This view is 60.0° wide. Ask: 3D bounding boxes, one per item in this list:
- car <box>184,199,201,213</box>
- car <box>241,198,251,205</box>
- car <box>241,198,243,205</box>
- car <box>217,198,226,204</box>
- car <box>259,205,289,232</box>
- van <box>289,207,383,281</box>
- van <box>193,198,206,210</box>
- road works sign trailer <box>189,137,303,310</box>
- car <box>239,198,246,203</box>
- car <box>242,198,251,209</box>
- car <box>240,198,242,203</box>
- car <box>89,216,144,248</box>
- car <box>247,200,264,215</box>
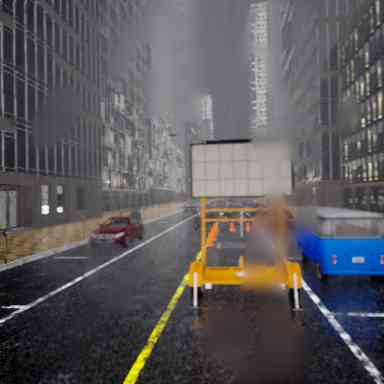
[{"bbox_3d":[-0.090,2.086,44.552,2.008,1.369,4.403,-1,-1,7],"label":"car"},{"bbox_3d":[11.648,2.030,71.799,1.967,1.590,4.097,-1,-1,7],"label":"car"},{"bbox_3d":[9.597,2.005,54.845,2.008,1.369,4.403,-1,-1,7],"label":"car"},{"bbox_3d":[7.854,2.410,87.769,1.994,1.385,4.181,-1,-1,7],"label":"car"},{"bbox_3d":[5.490,1.724,20.938,1.802,1.307,4.206,-1,-1,7],"label":"car"},{"bbox_3d":[4.116,1.375,9.641,1.690,1.788,3.998,-1,-1,7],"label":"van"},{"bbox_3d":[1.276,1.974,55.857,1.690,1.788,3.998,-1,-1,7],"label":"van"},{"bbox_3d":[1.190,0.538,8.007,2.380,3.560,2.880,-1,-1,7],"label":"road works sign trailer"},{"bbox_3d":[14.389,2.308,94.402,1.887,1.381,4.507,-1,-1,7],"label":"car"},{"bbox_3d":[8.913,1.957,49.194,2.008,1.369,4.403,-1,-1,7],"label":"car"},{"bbox_3d":[10.964,1.985,66.148,1.967,1.590,4.097,-1,-1,7],"label":"car"},{"bbox_3d":[-3.512,1.849,16.297,1.802,1.307,4.206,-1,-1,7],"label":"car"},{"bbox_3d":[7.544,1.885,37.892,1.802,1.307,4.206,-1,-1,7],"label":"car"}]
